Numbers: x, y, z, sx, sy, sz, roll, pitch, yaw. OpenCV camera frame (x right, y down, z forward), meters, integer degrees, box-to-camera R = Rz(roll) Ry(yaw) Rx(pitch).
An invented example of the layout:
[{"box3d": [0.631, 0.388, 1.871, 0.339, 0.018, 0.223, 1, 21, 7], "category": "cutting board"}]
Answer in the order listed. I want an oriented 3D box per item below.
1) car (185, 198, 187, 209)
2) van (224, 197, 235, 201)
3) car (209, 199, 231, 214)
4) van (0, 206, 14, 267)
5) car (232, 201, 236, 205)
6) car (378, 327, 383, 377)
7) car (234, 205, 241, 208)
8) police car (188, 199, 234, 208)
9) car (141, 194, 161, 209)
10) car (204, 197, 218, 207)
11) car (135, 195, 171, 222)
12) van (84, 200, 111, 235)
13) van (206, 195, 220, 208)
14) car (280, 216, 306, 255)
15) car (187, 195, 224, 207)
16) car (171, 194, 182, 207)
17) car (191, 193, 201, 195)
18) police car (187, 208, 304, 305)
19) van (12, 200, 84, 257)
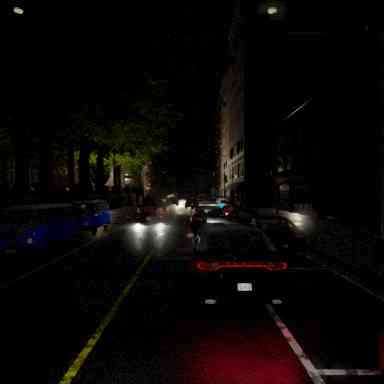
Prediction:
[{"box3d": [0.032, 1.527, 45.330, 1.994, 1.385, 4.181, 0, 0, 0], "category": "car"}, {"box3d": [2.866, 1.324, 29.526, 1.690, 1.788, 3.998, 0, 0, 0], "category": "van"}, {"box3d": [2.869, 1.521, 35.187, 1.887, 1.381, 4.507, 0, 0, 0], "category": "car"}, {"box3d": [-5.667, 1.340, 6.865, 1.690, 1.788, 3.998, 0, 0, 0], "category": "van"}, {"box3d": [2.865, 1.570, 23.866, 1.802, 1.307, 4.206, 0, 0, 0], "category": "car"}, {"box3d": [2.856, 1.315, 1.224, 2.192, 1.841, 5.009, 0, 0, 0], "category": "car"}, {"box3d": [2.863, 1.575, 18.206, 1.802, 1.307, 4.206, 0, 0, 0], "category": "car"}, {"box3d": [0.908, 1.418, 18.288, 1.930, 1.638, 5.238, 0, 0, 0], "category": "police car"}, {"box3d": [-5.652, 1.276, 46.471, 2.192, 1.841, 5.009, 0, 0, 0], "category": "car"}, {"box3d": [2.875, 1.518, 52.169, 1.947, 1.339, 4.313, 0, 0, 0], "category": "car"}, {"box3d": [-3.089, 1.338, 26.025, 2.097, 1.767, 4.553, 0, 0, 0], "category": "car"}, {"box3d": [-5.663, 1.334, 18.181, 1.690, 1.788, 3.998, 0, 0, 0], "category": "van"}, {"box3d": [2.873, 1.302, 46.508, 1.690, 1.788, 3.998, 0, 0, 0], "category": "van"}, {"box3d": [2.861, 1.541, 12.545, 1.887, 1.381, 4.507, 0, 0, 0], "category": "car"}, {"box3d": [0.909, 1.339, 24.148, 2.097, 1.767, 4.553, 0, 0, 0], "category": "car"}, {"box3d": [-2.982, 1.479, 50.998, 1.812, 1.442, 4.674, 0, 0, 0], "category": "car"}, {"box3d": [0.021, 1.431, 58.733, 2.128, 1.511, 4.902, 0, 0, 0], "category": "car"}, {"box3d": [0.904, 1.424, 8.289, 1.930, 1.638, 5.238, 0, 0, 0], "category": "police car"}, {"box3d": [-5.665, 1.338, 12.523, 1.690, 1.788, 3.998, 0, 0, 0], "category": "van"}]
